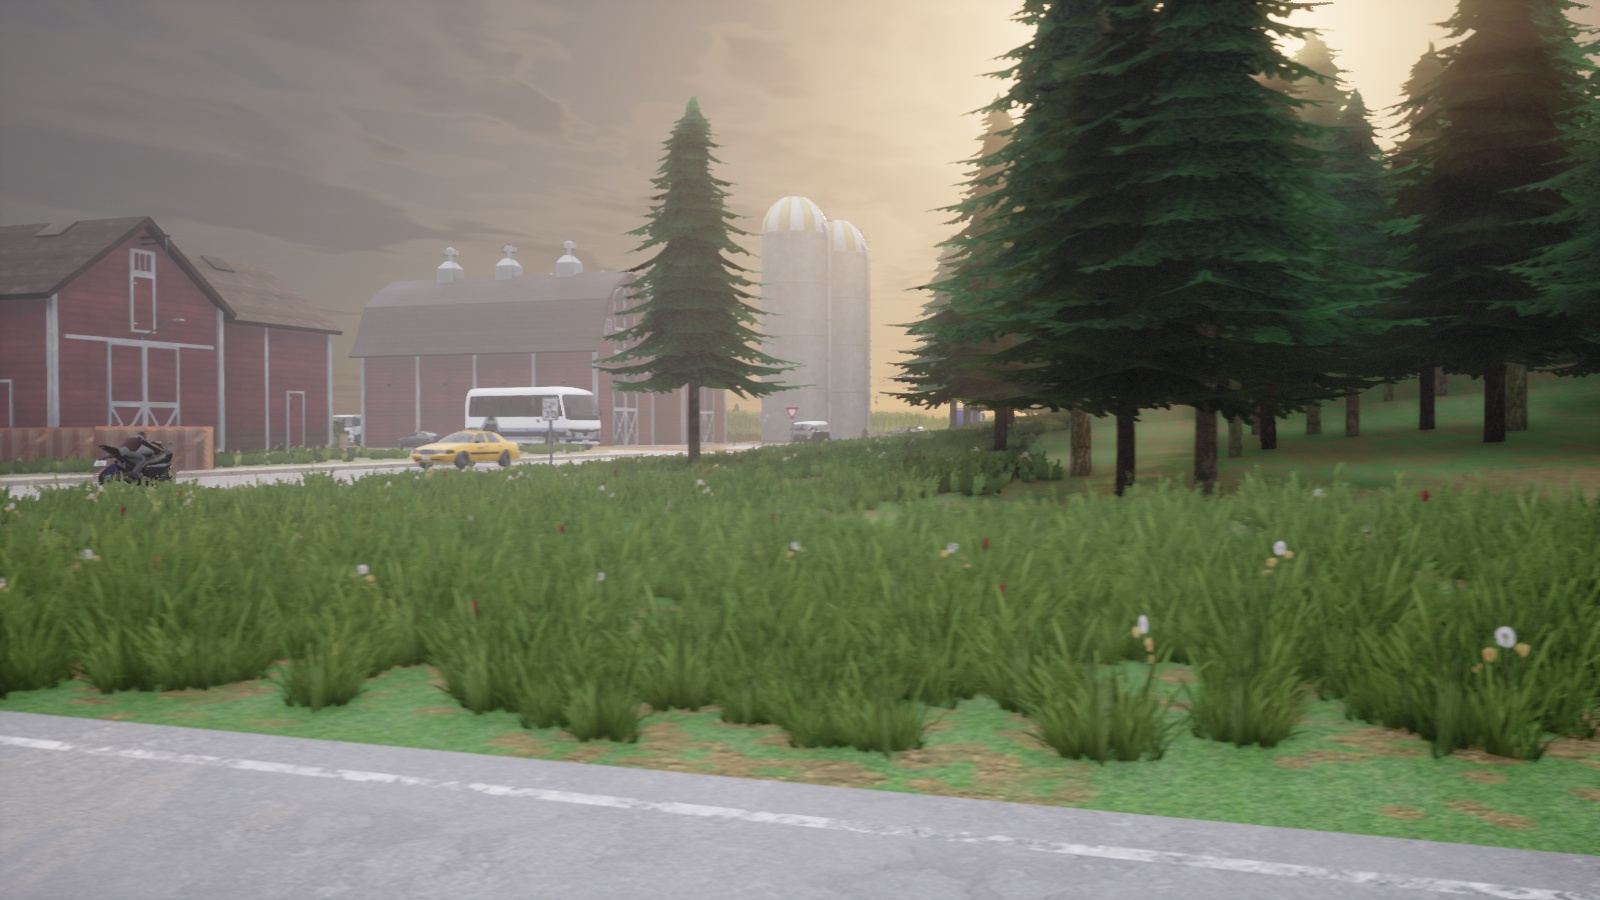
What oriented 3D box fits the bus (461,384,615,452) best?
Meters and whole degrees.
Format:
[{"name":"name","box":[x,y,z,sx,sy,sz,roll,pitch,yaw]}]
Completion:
[{"name":"bus","box":[-17.420,-2.161,83.065,10.273,4.253,3.944,2,2,35]}]

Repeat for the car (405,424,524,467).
[{"name":"car","box":[-12.929,-0.205,48.799,1.801,1.575,5.366,1,1,19]}]

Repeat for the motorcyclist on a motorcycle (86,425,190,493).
[{"name":"motorcyclist on a motorcycle","box":[-15.663,0.186,29.790,0.866,1.530,2.191,1,1,19]}]

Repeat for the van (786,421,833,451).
[{"name":"van","box":[0.698,-1.015,89.103,2.069,2.038,4.480,1,1,19]}]
